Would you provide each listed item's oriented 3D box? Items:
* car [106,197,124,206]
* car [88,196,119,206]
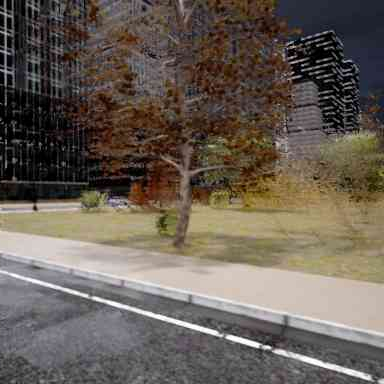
[{"bbox_3d":[-13.028,1.569,57.196,1.812,1.442,4.674,-1,-1,37],"label":"car"},{"bbox_3d":[-15.659,1.579,59.080,2.128,1.511,4.902,-1,-1,38],"label":"car"}]
